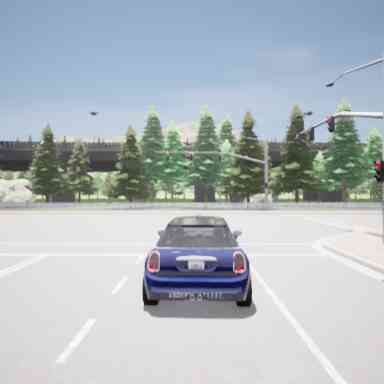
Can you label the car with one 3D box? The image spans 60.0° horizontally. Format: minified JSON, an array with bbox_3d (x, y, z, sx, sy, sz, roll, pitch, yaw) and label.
[{"bbox_3d":[0.175,1.352,8.170,2.097,1.767,4.553,0,0,3],"label":"car"}]
